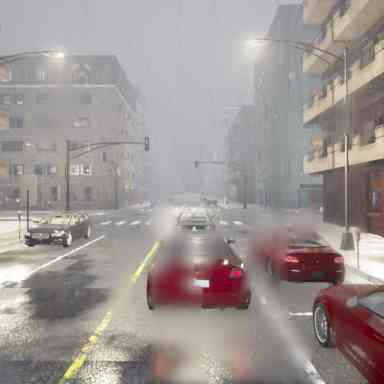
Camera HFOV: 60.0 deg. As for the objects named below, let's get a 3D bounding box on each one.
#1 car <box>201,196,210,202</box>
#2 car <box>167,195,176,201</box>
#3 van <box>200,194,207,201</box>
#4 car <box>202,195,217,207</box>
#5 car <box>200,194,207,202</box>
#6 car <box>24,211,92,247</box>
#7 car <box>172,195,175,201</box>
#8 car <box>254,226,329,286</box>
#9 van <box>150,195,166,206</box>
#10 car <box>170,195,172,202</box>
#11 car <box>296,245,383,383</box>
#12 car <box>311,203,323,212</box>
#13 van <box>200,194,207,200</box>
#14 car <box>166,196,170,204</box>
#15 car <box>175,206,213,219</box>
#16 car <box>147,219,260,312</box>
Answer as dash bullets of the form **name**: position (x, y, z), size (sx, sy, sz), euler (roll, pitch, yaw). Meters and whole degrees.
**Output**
- **car**: position (2.992, 1.590, 75.460), size (1.802, 1.307, 4.206), euler (1, 0, 0)
- **car**: position (-5.318, 1.554, 86.877), size (1.887, 1.381, 4.507), euler (1, 0, 0)
- **van**: position (3.065, 1.349, 86.800), size (1.690, 1.788, 3.998), euler (1, 0, 0)
- **car**: position (2.951, 1.558, 51.202), size (2.008, 1.369, 4.403), euler (1, 0, 0)
- **car**: position (2.958, 1.558, 69.789), size (2.008, 1.369, 4.403), euler (1, 0, 0)
- **car**: position (-5.774, 1.554, 14.816), size (2.008, 1.369, 4.403), euler (1, 0, 0)
- **car**: position (-5.388, 1.575, 75.536), size (1.947, 1.339, 4.313), euler (1, 0, 0)
- **car**: position (2.665, 1.584, 9.079), size (1.802, 1.307, 4.206), euler (1, 0, 0)
- **van**: position (-5.598, 1.349, 52.861), size (1.690, 1.788, 3.998), euler (1, 0, 0)
- **car**: position (-5.455, 1.448, 64.194), size (1.967, 1.590, 4.097), euler (1, 0, 0)
- **car**: position (2.667, 1.583, 3.408), size (1.802, 1.307, 4.206), euler (1, 0, 0)
- **car**: position (15.538, 1.518, 36.978), size (4.507, 1.381, 1.887), euler (0, -1, 1)
- **van**: position (3.100, 1.349, 92.470), size (1.690, 1.788, 3.998), euler (1, 0, 0)
- **car**: position (-5.492, 1.574, 58.524), size (1.947, 1.339, 4.313), euler (1, 0, 0)
- **car**: position (0.098, 1.604, 16.618), size (1.895, 1.301, 4.718), euler (0, 0, 0)
- **car**: position (0.104, 1.566, 7.800), size (1.994, 1.385, 4.181), euler (0, 0, -1)
